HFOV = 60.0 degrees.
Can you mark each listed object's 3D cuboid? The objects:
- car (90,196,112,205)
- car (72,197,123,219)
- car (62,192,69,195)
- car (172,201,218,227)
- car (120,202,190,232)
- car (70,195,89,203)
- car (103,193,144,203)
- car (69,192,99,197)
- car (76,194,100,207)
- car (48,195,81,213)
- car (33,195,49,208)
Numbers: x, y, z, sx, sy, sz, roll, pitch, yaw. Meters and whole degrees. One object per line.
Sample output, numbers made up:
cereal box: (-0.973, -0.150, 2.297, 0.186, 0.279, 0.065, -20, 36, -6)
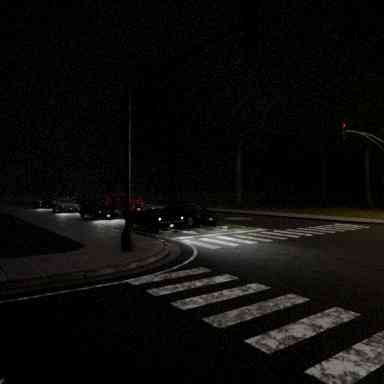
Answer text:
car: (-14.868, 1.422, 54.358, 1.895, 1.301, 4.718, 0, 0, -36)
car: (-8.056, 1.454, 28.027, 2.033, 1.411, 5.357, 0, 0, -36)
car: (-21.442, 1.038, 57.716, 2.150, 2.045, 5.566, 0, 0, -36)
car: (-0.245, 1.409, 22.788, 1.882, 1.535, 5.008, 0, 0, -35)
car: (-2.397, 1.542, 20.214, 1.895, 1.301, 4.718, 0, 0, -36)
car: (-21.607, 1.294, 63.660, 2.128, 1.511, 4.902, 0, 0, -36)
car: (-6.206, 1.117, 31.010, 2.150, 2.045, 5.566, 0, 0, -36)
car: (-12.492, 1.085, 39.688, 2.150, 2.045, 5.566, 0, 0, -36)
car: (-15.631, 1.186, 49.794, 2.097, 1.767, 4.553, 0, 0, -35)
car: (-13.677, 1.402, 35.787, 1.812, 1.442, 4.674, 0, 0, -36)
car: (-19.635, 1.202, 44.067, 2.097, 1.767, 4.553, 0, 0, -35)
